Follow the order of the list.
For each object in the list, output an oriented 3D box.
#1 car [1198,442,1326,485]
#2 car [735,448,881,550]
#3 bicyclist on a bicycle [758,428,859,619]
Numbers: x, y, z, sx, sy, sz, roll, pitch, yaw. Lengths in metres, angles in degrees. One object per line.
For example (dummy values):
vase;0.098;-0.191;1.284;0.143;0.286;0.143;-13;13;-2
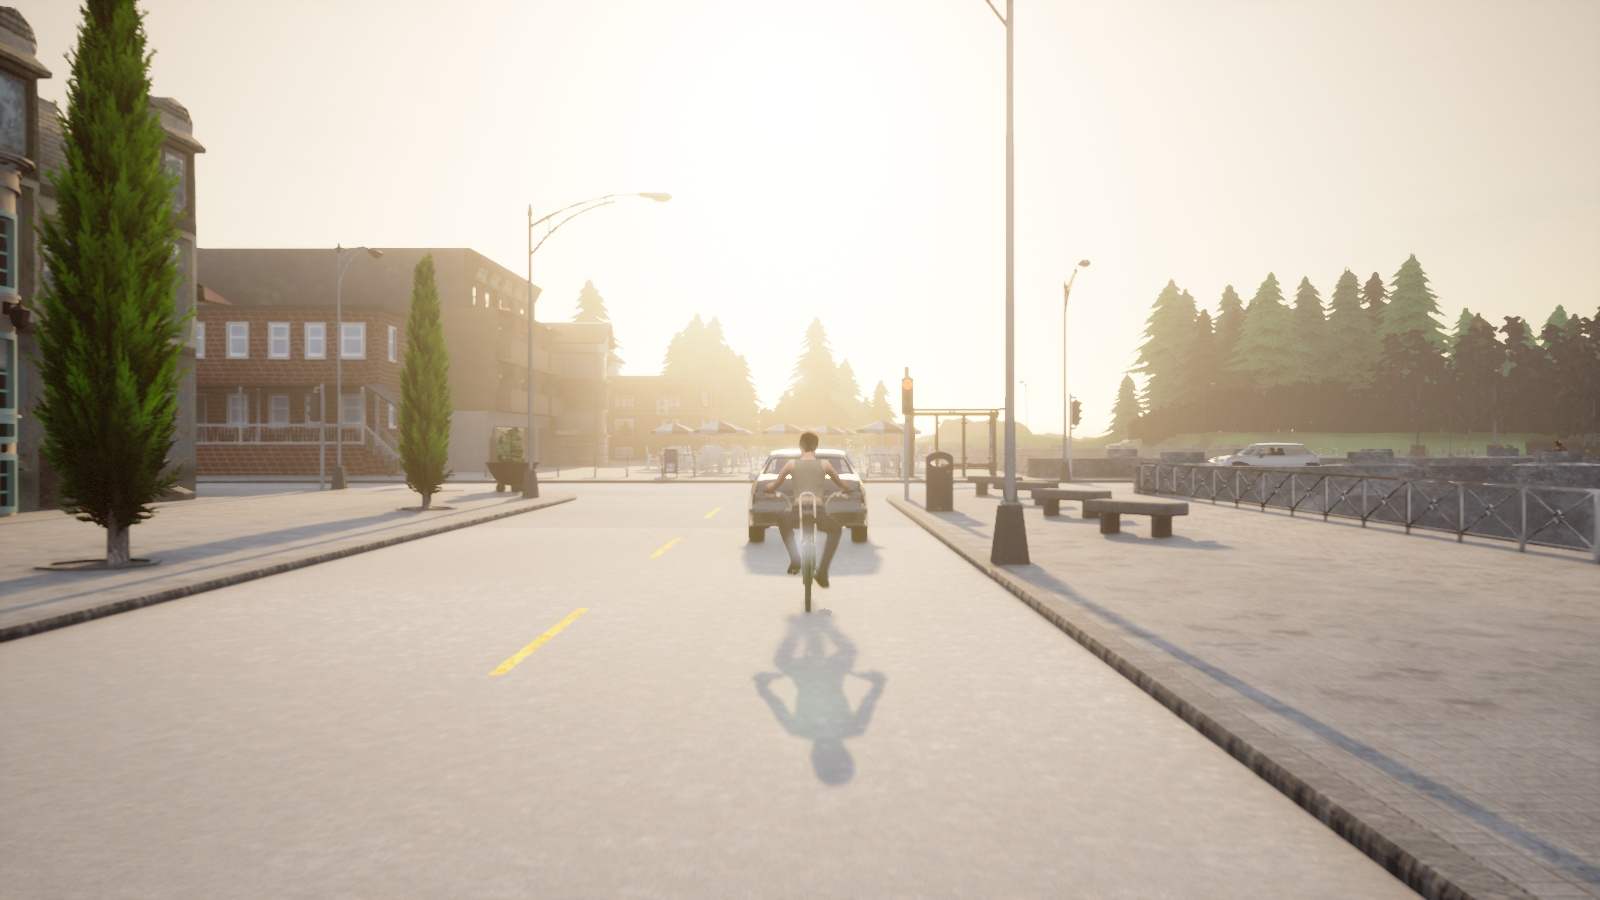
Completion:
car;16.283;0.475;44.419;3.806;1.475;1.970;0;0;0
car;0.127;0.680;20.196;2.033;1.411;5.357;0;0;0
bicyclist on a bicycle;0.075;0.616;11.545;0.866;1.612;1.509;0;2;1
